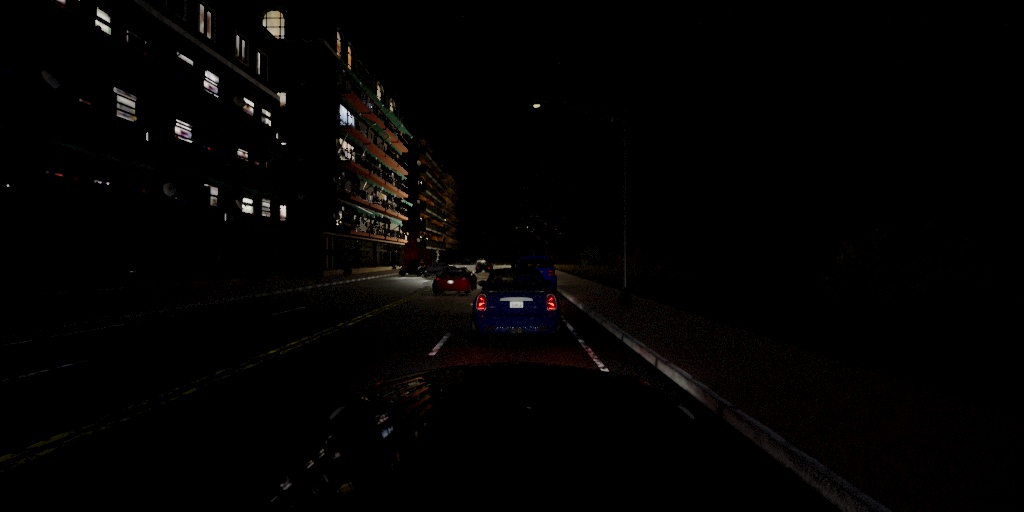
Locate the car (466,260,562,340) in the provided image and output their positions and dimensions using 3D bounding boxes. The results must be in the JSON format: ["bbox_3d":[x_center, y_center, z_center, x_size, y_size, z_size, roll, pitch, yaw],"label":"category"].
[{"bbox_3d":[0.101,1.103,10.100,2.097,1.767,4.553,0,0,0],"label":"car"}]

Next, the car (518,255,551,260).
[{"bbox_3d":[1.144,0.977,19.674,2.150,2.045,5.566,0,0,0],"label":"car"}]

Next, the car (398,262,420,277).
[{"bbox_3d":[-9.835,1.299,36.238,2.033,1.411,5.357,0,0,0],"label":"car"}]

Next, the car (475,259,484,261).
[{"bbox_3d":[-3.132,1.352,41.797,1.895,1.301,4.718,0,0,0],"label":"car"}]

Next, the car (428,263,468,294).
[{"bbox_3d":[-3.143,1.316,20.350,1.994,1.385,4.181,0,0,0],"label":"car"}]

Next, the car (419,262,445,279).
[{"bbox_3d":[-6.587,1.278,32.153,1.812,1.442,4.674,0,0,0],"label":"car"}]
